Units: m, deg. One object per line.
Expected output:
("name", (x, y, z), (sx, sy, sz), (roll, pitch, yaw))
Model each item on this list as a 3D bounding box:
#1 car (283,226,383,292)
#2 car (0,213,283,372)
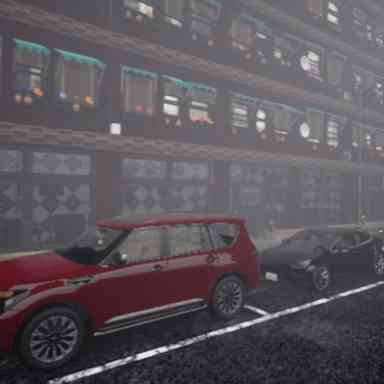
("car", (3.673, 1.662, 9.183), (4.313, 1.339, 1.947), (1, -1, -36))
("car", (-0.962, 1.344, 5.877), (5.009, 1.841, 2.192), (1, -1, -36))
